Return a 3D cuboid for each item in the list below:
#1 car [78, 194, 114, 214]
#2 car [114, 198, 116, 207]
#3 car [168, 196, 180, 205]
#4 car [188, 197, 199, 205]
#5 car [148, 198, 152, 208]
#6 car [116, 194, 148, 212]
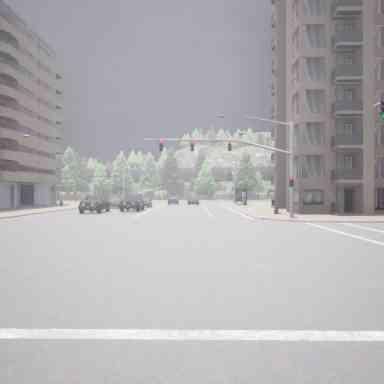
[{"bbox_3d":[-10.514,1.221,36.253,2.150,2.045,5.566,0,0,0],"label":"car"},{"bbox_3d":[-10.484,1.526,45.856,1.812,1.442,4.674,0,0,0],"label":"car"},{"bbox_3d":[-3.363,1.526,60.018,1.812,1.442,4.674,0,0,0],"label":"car"},{"bbox_3d":[0.250,1.564,58.740,1.994,1.385,4.181,0,0,1],"label":"car"},{"bbox_3d":[-6.969,1.526,48.986,1.812,1.442,4.674,0,0,0],"label":"car"},{"bbox_3d":[-7.005,1.221,39.457,2.150,2.045,5.566,0,0,0],"label":"car"}]
